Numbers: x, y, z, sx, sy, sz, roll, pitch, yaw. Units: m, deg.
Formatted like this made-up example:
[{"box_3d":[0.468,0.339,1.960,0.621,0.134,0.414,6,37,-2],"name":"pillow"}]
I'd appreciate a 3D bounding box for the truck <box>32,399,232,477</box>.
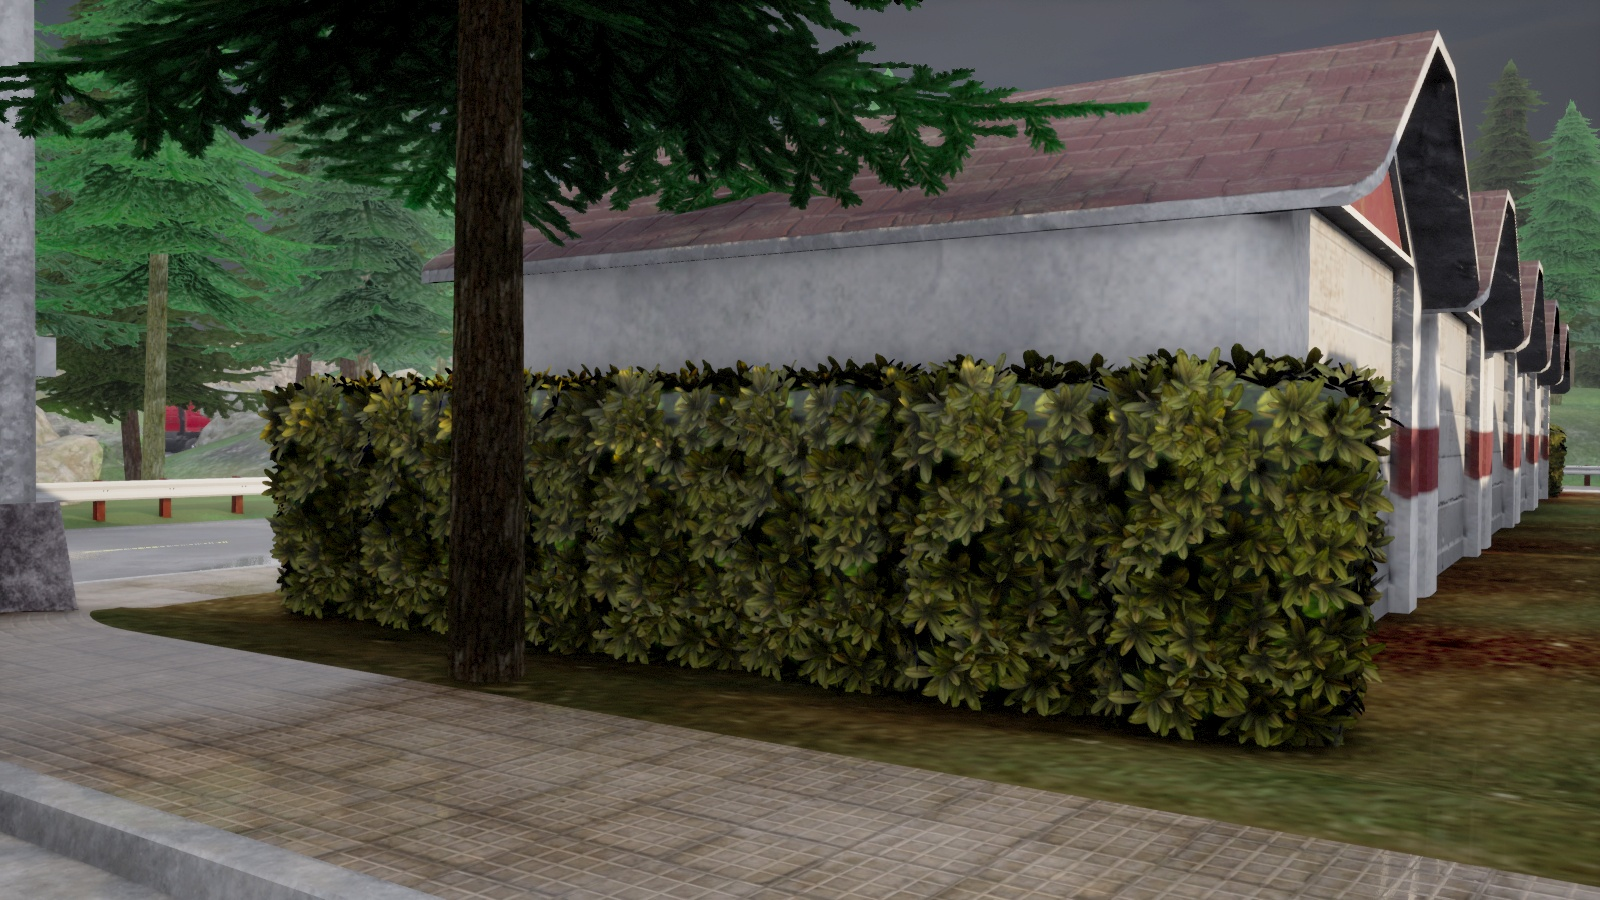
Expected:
[{"box_3d":[-31.637,-0.586,59.881,2.891,3.462,7.936,0,1,34],"name":"truck"}]
